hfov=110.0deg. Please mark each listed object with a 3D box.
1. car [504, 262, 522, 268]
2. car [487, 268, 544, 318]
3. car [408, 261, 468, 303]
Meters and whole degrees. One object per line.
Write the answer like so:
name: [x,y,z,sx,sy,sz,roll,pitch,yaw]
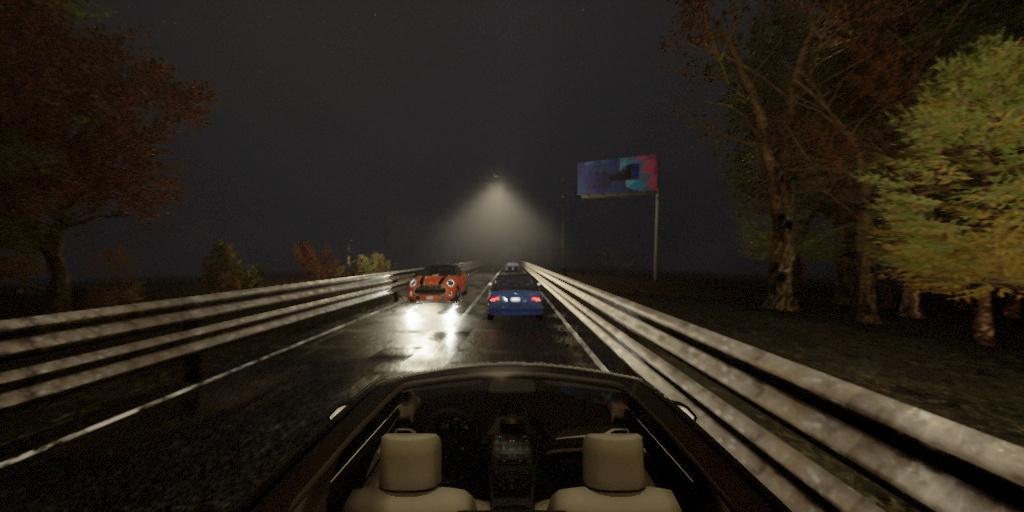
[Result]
car: [0.083,1.368,38.827,2.033,1.411,5.357,0,0,0]
car: [0.097,1.319,12.979,2.033,1.411,5.357,0,0,0]
car: [-3.355,1.131,16.900,2.097,1.767,4.553,0,0,0]
